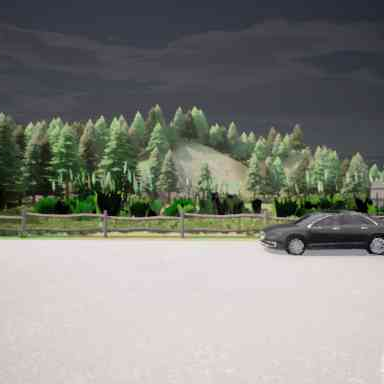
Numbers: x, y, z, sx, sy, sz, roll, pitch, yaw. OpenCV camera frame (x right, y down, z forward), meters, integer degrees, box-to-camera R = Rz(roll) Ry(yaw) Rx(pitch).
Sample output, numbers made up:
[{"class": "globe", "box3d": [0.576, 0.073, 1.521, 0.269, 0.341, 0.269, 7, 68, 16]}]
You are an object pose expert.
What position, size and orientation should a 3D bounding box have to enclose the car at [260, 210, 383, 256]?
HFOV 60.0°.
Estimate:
[{"class": "car", "box3d": [5.020, 1.470, 12.360, 4.892, 1.490, 1.837, 0, 0, -1]}]
